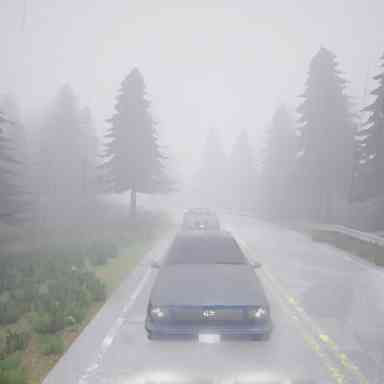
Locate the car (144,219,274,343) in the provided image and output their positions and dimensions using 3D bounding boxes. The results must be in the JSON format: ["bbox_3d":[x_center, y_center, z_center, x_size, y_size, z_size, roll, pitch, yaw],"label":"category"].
[{"bbox_3d":[0.277,1.557,7.080,2.033,1.411,5.357,0,0,1],"label":"car"}]

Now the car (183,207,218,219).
[{"bbox_3d":[0.461,1.584,19.165,1.994,1.385,4.181,0,0,-2],"label":"car"}]
